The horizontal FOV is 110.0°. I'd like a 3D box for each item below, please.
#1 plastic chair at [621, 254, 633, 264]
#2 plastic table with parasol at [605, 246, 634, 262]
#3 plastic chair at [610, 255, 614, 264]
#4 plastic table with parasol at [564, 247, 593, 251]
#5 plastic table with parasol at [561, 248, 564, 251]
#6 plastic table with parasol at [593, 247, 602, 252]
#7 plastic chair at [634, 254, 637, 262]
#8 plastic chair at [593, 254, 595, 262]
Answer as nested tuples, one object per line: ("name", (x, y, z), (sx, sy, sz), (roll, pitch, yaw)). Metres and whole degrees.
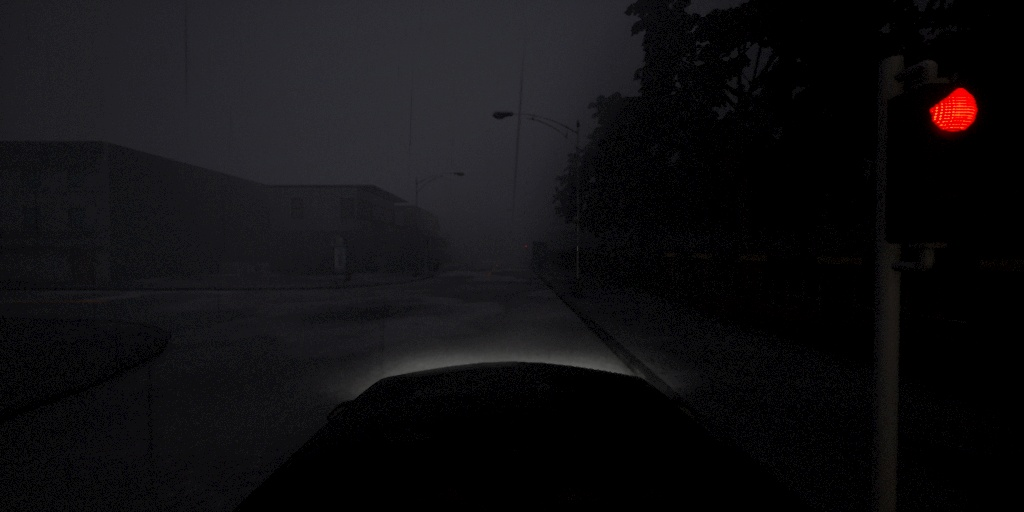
("plastic chair", (16.038, 0.519, 50.217), (0.750, 1.272, 0.730), (0, 0, -40))
("plastic table with parasol", (15.306, -0.099, 51.216), (2.482, 2.480, 2.482), (0, 0, -40))
("plastic chair", (14.332, 0.527, 50.314), (0.730, 1.272, 0.750), (0, 0, -35))
("plastic table with parasol", (9.987, -0.153, 53.956), (2.482, 2.480, 2.482), (0, 0, -40))
("plastic table with parasol", (10.700, -0.268, 62.396), (2.482, 2.480, 2.482), (0, 0, -40))
("plastic table with parasol", (14.686, -0.252, 59.428), (2.482, 2.480, 2.482), (0, 0, -42))
("plastic chair", (18.660, 0.312, 54.661), (0.750, 1.272, 0.730), (0, 0, -39))
("plastic chair", (13.733, 0.394, 58.541), (0.730, 1.272, 0.750), (0, 0, -35))
